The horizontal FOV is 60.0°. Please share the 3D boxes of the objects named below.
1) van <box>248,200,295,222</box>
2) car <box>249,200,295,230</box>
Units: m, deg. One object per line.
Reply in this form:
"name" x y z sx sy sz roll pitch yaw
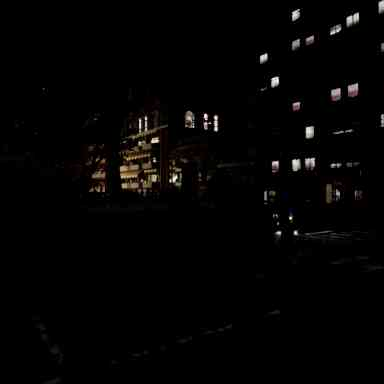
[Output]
"van" 7.155 1.642 30.201 1.690 1.788 3.998 -1 0 -36
"car" 4.937 1.604 23.434 2.097 1.767 4.553 0 -1 -36
